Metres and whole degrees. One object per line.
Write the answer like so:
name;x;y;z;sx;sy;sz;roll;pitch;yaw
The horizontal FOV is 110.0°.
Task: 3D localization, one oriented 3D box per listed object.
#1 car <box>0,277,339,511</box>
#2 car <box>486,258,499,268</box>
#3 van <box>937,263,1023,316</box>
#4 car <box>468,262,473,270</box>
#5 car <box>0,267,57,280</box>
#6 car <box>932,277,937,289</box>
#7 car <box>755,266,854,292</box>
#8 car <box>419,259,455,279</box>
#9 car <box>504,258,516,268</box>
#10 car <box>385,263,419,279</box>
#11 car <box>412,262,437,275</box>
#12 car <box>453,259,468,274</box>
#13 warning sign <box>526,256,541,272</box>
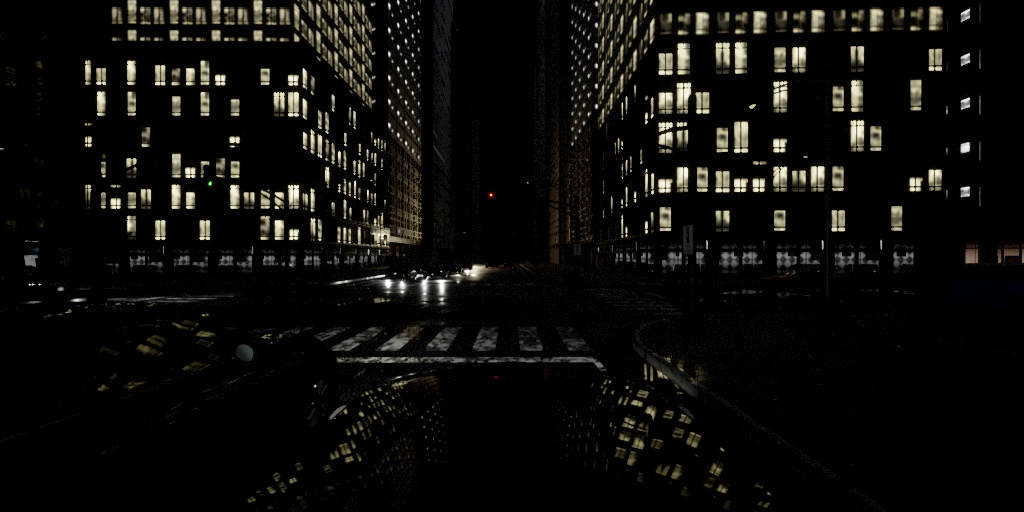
car;-3.155;1.102;2.560;2.097;1.767;4.553;0;0;0
car;-3.545;1.213;63.651;2.097;1.767;4.553;0;0;-1
van;18.288;1.119;12.779;3.998;1.789;1.690;0;0;2
car;-6.917;1.389;52.807;1.994;1.385;4.181;0;0;0
car;-23.089;1.249;16.389;4.902;1.511;2.128;0;0;0
car;26.802;1.357;20.522;4.207;1.307;1.802;0;0;2
car;16.964;1.293;20.942;4.829;1.417;1.751;0;0;2
car;-6.800;1.305;32.955;1.812;1.442;4.674;0;0;0
car;-0.401;1.426;63.832;1.994;1.385;4.181;0;0;0
car;-10.051;1.343;32.798;1.994;1.385;4.181;0;0;0
car;-10.101;1.361;41.707;1.994;1.385;4.181;0;0;0
car;-6.864;1.277;42.828;1.882;1.535;5.008;0;0;0
warning sign;2.598;0.910;40.836;1.300;1.860;1.060;0;0;0
